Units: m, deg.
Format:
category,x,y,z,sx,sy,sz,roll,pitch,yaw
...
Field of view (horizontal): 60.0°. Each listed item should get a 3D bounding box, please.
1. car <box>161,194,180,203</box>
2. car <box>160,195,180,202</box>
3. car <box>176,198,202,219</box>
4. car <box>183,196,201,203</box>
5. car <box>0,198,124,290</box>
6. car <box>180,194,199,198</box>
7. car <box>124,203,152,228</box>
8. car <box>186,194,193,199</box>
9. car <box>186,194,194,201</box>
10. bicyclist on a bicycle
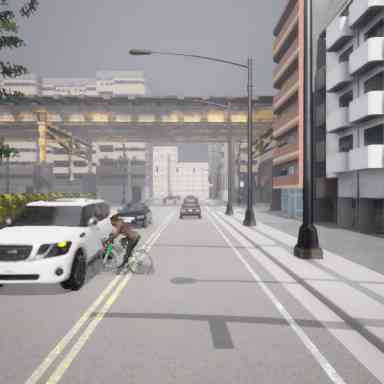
category,x,y,z,sx,sy,sz,roll,pitch,yaw
car,-4.164,1.452,62.804,2.038,1.542,4.974,0,0,24
car,-4.143,1.295,62.851,1.853,1.218,4.536,0,0,24
car,-0.135,1.547,29.287,2.033,1.411,5.357,0,0,0
car,-0.020,1.295,62.580,1.853,1.218,4.536,0,0,-21
car,-3.659,1.223,9.404,2.150,2.045,5.566,0,0,0
car,-0.001,1.452,62.531,2.038,1.542,4.974,0,0,-21
car,-3.754,1.492,22.064,2.128,1.511,4.902,0,0,0
car,-0.596,1.295,89.176,1.853,1.218,4.536,0,0,-1
car,-0.595,1.452,89.124,2.038,1.542,4.974,0,0,-1
bicyclist on a bicycle,-1.897,1.453,8.922,1.656,1.620,0.582,-2,0,0
